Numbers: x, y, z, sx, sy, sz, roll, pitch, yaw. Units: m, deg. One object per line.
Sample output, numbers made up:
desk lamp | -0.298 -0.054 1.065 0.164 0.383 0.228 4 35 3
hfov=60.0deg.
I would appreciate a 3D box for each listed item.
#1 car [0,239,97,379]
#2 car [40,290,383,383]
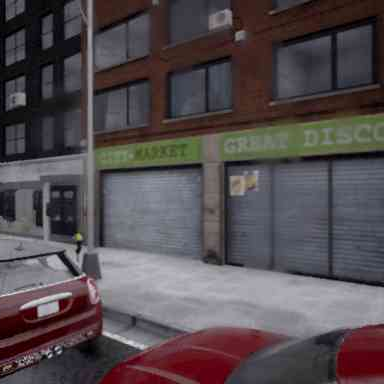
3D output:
car | -3.331 1.460 5.188 4.097 1.590 1.967 0 0 35
car | 1.292 1.545 1.890 4.507 1.381 1.887 0 0 35
